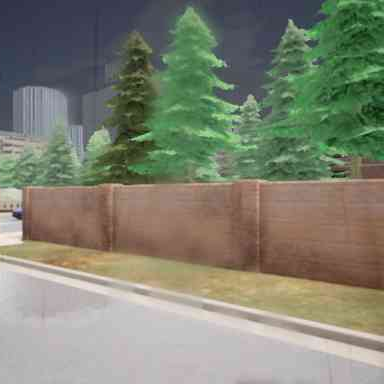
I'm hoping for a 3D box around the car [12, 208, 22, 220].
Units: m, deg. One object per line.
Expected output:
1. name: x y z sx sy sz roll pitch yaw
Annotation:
1. car: -13.580 1.676 30.118 1.882 1.535 5.008 0 0 35
